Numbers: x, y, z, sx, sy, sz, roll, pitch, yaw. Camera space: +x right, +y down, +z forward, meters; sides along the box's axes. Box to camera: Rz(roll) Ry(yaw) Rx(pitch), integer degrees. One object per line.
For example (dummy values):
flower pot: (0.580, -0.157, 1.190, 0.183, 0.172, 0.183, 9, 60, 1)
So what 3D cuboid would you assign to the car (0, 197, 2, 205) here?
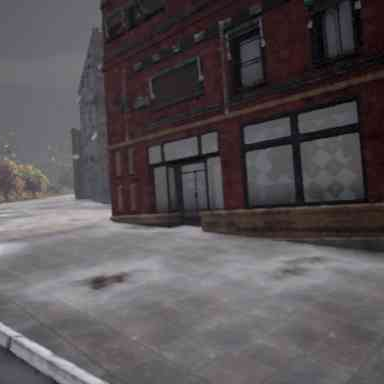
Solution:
car: (-30.374, 1.314, 49.696, 2.128, 1.511, 4.902, -4, 2, -1)
